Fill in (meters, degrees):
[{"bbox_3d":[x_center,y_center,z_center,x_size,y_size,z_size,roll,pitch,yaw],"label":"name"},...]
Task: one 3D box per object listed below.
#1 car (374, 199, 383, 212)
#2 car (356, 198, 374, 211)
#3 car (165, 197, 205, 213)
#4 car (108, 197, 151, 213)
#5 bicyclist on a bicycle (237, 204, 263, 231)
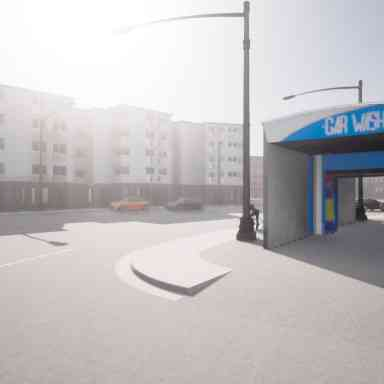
[{"bbox_3d":[22.873,1.526,36.575,4.674,1.442,1.812,0,0,-18],"label":"car"},{"bbox_3d":[20.987,1.505,39.644,4.892,1.490,1.837,0,0,-18],"label":"car"},{"bbox_3d":[-0.777,1.352,36.982,4.553,1.767,2.097,0,0,-36],"label":"car"},{"bbox_3d":[-6.849,1.352,36.385,4.553,1.767,2.097,0,0,-42],"label":"car"},{"bbox_3d":[3.193,1.301,18.294,1.656,1.620,0.582,0,0,38],"label":"bicyclist on a bicycle"}]
